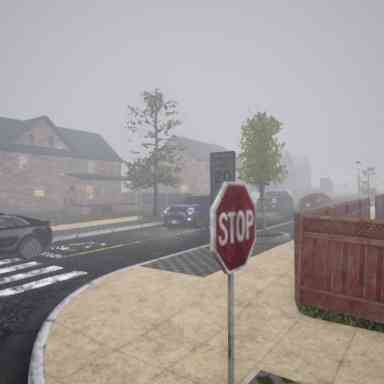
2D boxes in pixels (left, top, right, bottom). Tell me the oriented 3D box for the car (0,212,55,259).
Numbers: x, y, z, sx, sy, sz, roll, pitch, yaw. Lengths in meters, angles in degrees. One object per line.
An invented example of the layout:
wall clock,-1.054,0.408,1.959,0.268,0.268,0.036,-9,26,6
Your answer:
car,-6.490,1.379,9.576,2.128,1.511,4.902,0,2,36

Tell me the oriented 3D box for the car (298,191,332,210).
car,10.545,0.766,28.311,1.812,1.442,4.674,-1,1,36

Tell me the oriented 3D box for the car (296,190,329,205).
car,13.806,0.583,37.866,2.033,1.411,5.357,-1,1,36

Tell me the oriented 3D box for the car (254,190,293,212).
car,6.972,0.665,28.380,2.097,1.767,4.553,-1,1,36

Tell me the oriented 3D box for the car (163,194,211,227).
car,0.375,0.935,19.177,2.097,1.767,4.553,-1,1,36
